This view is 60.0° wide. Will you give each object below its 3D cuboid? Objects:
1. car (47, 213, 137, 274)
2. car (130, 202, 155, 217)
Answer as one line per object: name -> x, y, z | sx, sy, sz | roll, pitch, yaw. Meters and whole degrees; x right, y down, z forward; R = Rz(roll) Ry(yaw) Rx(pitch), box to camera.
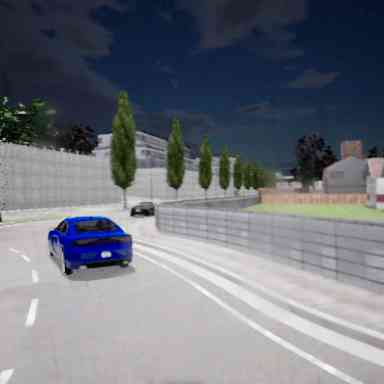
car -> -3.517, 1.532, 10.986 | 1.882, 1.535, 5.008 | 0, 0, -30
car -> -4.274, 1.638, 32.350 | 1.994, 1.385, 4.181 | -1, 0, 20
